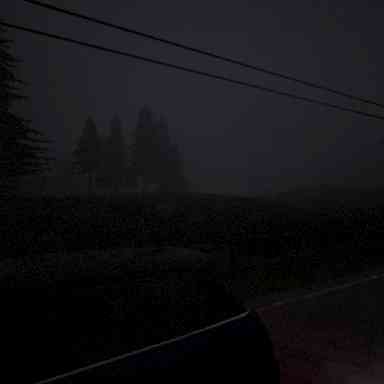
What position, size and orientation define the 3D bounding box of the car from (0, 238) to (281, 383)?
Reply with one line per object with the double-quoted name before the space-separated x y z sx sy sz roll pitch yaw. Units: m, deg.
"car" -1.455 1.349 2.524 4.553 1.767 2.097 0 0 -35
